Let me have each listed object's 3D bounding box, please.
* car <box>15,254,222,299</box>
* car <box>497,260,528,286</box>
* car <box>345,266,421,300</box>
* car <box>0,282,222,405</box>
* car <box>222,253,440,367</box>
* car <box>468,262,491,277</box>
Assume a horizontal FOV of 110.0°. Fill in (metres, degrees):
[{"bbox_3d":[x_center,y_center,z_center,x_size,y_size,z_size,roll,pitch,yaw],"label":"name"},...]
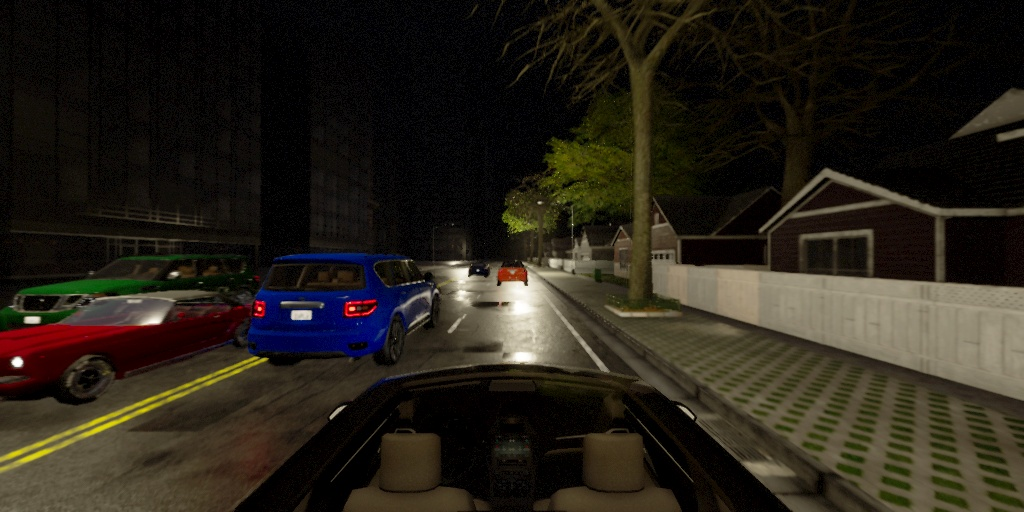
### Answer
[{"bbox_3d":[-9.836,0.962,10.136,2.150,2.045,5.566,0,0,1],"label":"car"},{"bbox_3d":[0.056,1.082,25.450,2.097,1.767,4.553,0,0,0],"label":"car"},{"bbox_3d":[-6.505,1.282,18.846,2.033,1.411,5.357,0,0,0],"label":"car"},{"bbox_3d":[-6.595,1.345,6.401,1.895,1.301,4.718,0,0,0],"label":"car"},{"bbox_3d":[-3.153,0.966,8.053,2.150,2.045,5.566,0,0,0],"label":"car"},{"bbox_3d":[-3.157,1.292,35.315,1.994,1.385,4.181,0,0,0],"label":"car"}]
